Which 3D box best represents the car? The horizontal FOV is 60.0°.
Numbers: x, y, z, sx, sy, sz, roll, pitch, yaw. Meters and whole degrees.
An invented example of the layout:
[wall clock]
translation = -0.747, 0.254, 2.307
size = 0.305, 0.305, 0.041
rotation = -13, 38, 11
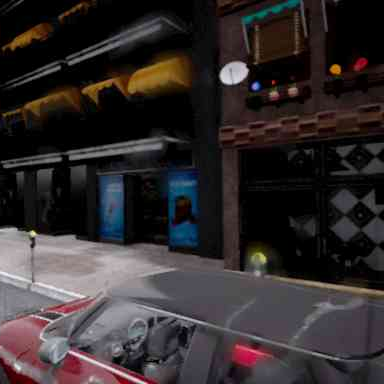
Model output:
[car]
translation = -0.191, 1.434, 2.891
size = 4.097, 1.590, 1.967
rotation = 0, -1, 36
